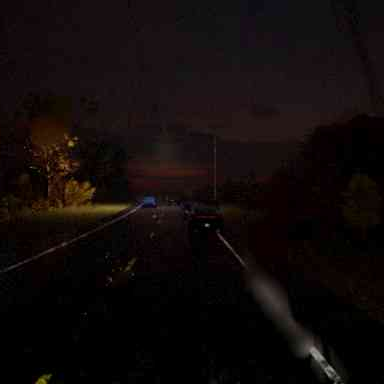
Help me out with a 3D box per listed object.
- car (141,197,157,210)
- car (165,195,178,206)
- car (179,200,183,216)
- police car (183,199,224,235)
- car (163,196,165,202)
[{"bbox_3d":[-5.667,1.456,43.888,1.882,1.535,5.008,0,0,-5],"label":"car"},{"bbox_3d":[-3.024,1.472,54.016,1.837,1.490,4.892,0,0,-6],"label":"car"},{"bbox_3d":[0.144,1.465,28.953,1.882,1.535,5.008,0,0,-3],"label":"car"},{"bbox_3d":[0.644,1.419,19.020,1.930,1.638,5.238,0,0,-2],"label":"police car"},{"bbox_3d":[-5.015,1.369,69.780,2.128,1.511,4.902,0,0,-9],"label":"car"}]
